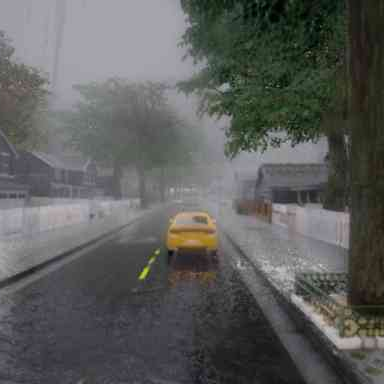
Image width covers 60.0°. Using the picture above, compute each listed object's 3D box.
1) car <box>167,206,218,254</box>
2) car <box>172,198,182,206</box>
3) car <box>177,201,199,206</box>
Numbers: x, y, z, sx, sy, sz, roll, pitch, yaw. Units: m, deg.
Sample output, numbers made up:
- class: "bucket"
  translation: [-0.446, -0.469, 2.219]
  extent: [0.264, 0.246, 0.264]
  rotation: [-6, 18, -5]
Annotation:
- class: "car"
  translation: [0.032, 1.610, 14.242]
  extent: [1.882, 1.535, 5.008]
  rotation: [0, 0, 0]
- class: "car"
  translation: [-2.739, 1.924, 65.713]
  extent: [1.812, 1.442, 4.674]
  rotation: [0, 0, 0]
- class: "car"
  translation: [0.020, 1.776, 27.535]
  extent: [2.033, 1.411, 5.357]
  rotation: [0, 0, 0]
